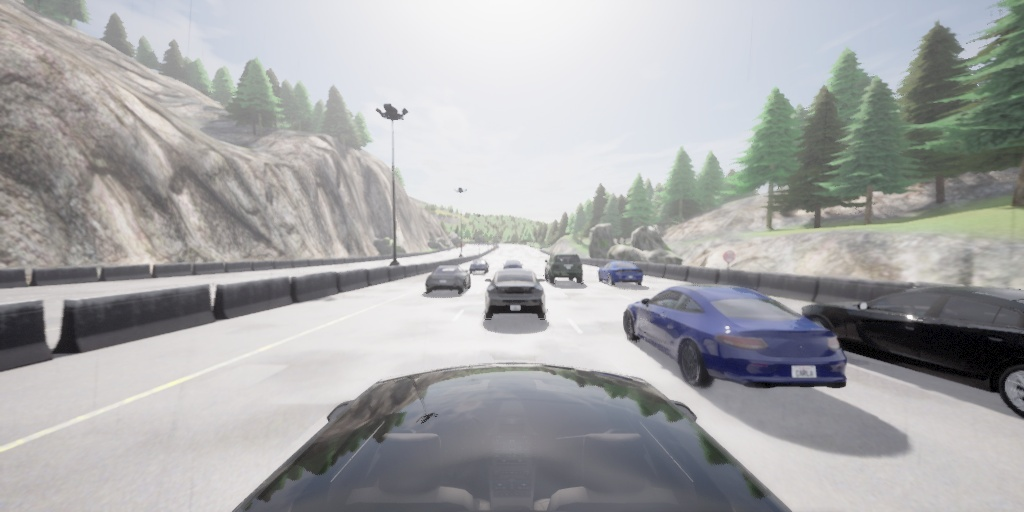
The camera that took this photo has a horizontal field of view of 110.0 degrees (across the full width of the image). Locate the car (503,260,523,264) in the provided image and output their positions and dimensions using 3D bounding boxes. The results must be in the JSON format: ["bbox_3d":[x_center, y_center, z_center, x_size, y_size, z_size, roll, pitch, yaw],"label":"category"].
[{"bbox_3d":[0.091,1.083,33.154,1.812,1.442,4.674,0,0,0],"label":"car"}]

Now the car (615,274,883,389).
[{"bbox_3d":[3.587,1.246,6.714,1.812,1.442,4.674,0,0,0],"label":"car"}]

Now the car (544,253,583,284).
[{"bbox_3d":[3.593,0.832,25.519,2.150,2.045,5.566,0,0,0],"label":"car"}]

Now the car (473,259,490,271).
[{"bbox_3d":[-3.411,1.060,38.058,2.033,1.411,5.357,0,1,0],"label":"car"}]

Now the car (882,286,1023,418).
[{"bbox_3d":[7.099,1.204,5.643,1.882,1.535,5.008,0,0,0],"label":"car"}]

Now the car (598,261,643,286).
[{"bbox_3d":[7.094,1.098,23.933,1.882,1.535,5.008,0,0,0],"label":"car"}]

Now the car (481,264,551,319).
[{"bbox_3d":[0.097,1.192,12.467,1.837,1.490,4.892,0,0,0],"label":"car"}]

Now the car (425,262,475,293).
[{"bbox_3d":[-3.405,1.209,19.719,1.994,1.385,4.181,0,0,0],"label":"car"}]
